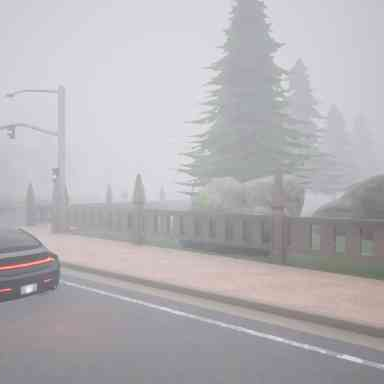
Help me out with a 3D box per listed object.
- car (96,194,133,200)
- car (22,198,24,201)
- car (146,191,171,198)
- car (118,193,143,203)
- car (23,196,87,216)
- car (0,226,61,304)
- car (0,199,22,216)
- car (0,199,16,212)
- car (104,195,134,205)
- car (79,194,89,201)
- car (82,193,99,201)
[{"bbox_3d":[-12.138,1.479,52.384,1.837,1.490,4.892,0,1,36],"label":"car"},{"bbox_3d":[-23.985,1.547,41.846,2.033,1.411,5.357,0,0,36],"label":"car"},{"bbox_3d":[-5.973,0.845,60.983,2.150,2.045,5.566,0,3,36],"label":"car"},{"bbox_3d":[-11.915,1.151,64.705,1.837,1.490,4.892,0,3,36],"label":"car"},{"bbox_3d":[-13.252,1.492,32.449,2.128,1.511,4.902,0,0,36],"label":"car"},{"bbox_3d":[-4.919,1.505,7.445,4.892,1.490,1.837,0,0,36],"label":"car"},{"bbox_3d":[-18.876,1.492,30.621,2.128,1.511,4.902,0,0,36],"label":"car"},{"bbox_3d":[-22.604,1.564,37.772,1.994,1.385,4.181,0,0,36],"label":"car"},{"bbox_3d":[-12.634,1.383,57.707,2.128,1.511,4.902,0,2,36],"label":"car"},{"bbox_3d":[-18.492,1.491,49.508,2.128,1.511,4.902,0,0,36],"label":"car"},{"bbox_3d":[-17.985,1.197,56.227,2.150,2.045,5.566,0,1,36],"label":"car"}]
